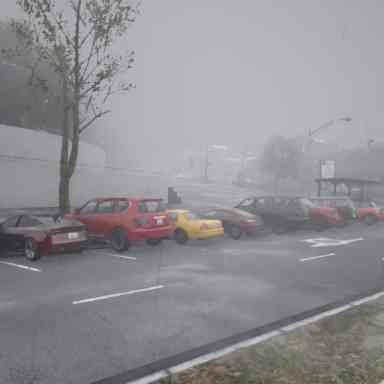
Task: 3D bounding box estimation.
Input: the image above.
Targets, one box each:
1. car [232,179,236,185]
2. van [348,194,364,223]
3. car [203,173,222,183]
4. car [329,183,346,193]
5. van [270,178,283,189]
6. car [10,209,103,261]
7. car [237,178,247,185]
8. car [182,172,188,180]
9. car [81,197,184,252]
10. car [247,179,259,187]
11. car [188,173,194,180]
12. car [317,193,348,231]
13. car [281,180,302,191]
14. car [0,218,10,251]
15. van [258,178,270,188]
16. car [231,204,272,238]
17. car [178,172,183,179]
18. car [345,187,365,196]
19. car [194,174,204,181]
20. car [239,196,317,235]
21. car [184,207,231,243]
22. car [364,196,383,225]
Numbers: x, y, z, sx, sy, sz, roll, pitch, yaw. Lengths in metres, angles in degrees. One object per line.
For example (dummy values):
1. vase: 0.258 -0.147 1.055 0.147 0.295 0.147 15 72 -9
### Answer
1. car: 10.709 -2.318 75.153 2.002 1.452 4.674 7 3 35
2. van: 8.974 1.296 22.703 4.442 1.987 1.878 -1 -1 35
3. car: 5.600 -3.176 82.660 1.946 1.575 5.366 7 3 34
4. car: 24.567 -0.427 55.426 2.435 2.045 5.566 7 3 35
5. van: 17.591 -1.491 65.171 1.878 1.987 4.442 7 4 35
6. car: -5.871 1.523 12.363 4.792 1.488 2.163 -1 -1 35
7. car: 12.453 -2.044 72.691 2.002 1.452 4.674 7 4 35
8. car: 0.221 -4.085 89.853 2.185 1.767 4.553 4 1 33
9. car: -3.427 1.247 14.109 5.566 2.045 2.435 -1 -1 34
10. car: 14.285 -1.813 70.372 1.946 1.575 5.366 7 3 35
11. car: 1.953 -3.851 87.384 2.185 1.767 4.553 6 3 34
12. car: 6.437 1.266 21.032 5.566 2.045 2.435 -1 -1 35
13. car: 19.352 -0.993 62.810 2.231 1.521 4.892 7 3 35
14. car: -8.290 1.493 10.615 4.892 1.521 2.231 -1 -1 34
15. van: 15.861 -1.765 67.641 1.878 1.987 4.442 7 4 35
16. car: 1.498 1.548 17.567 4.674 1.452 2.002 -1 -1 35
17. car: -1.551 -4.362 92.200 2.435 2.045 5.566 1 -1 34
18. car: 26.259 0.136 52.955 2.002 1.452 4.674 7 3 35
19. car: 3.748 -3.699 84.919 2.435 2.045 5.566 7 3 34
20. car: 3.924 1.262 19.326 5.566 2.045 2.435 -1 -1 35
21. car: -1.108 1.502 15.938 5.366 1.575 1.946 -1 -1 35
22. car: 11.382 1.402 24.455 4.553 1.767 2.185 -1 -1 35
